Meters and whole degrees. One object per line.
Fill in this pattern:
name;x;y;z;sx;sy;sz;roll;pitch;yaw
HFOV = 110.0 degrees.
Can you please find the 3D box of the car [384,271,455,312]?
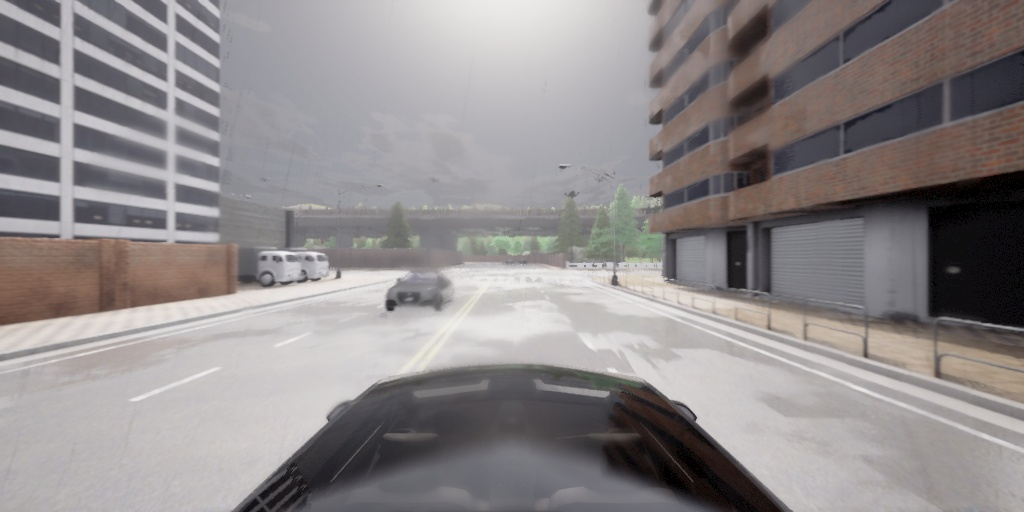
car;-3.504;1.282;14.215;1.994;1.385;4.181;0;0;0
